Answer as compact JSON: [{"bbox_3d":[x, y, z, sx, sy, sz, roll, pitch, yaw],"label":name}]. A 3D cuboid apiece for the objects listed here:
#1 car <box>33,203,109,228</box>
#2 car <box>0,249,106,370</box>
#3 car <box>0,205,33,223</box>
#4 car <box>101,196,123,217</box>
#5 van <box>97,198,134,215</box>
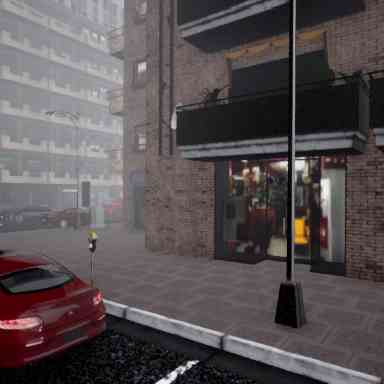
[{"bbox_3d":[-8.492,1.756,23.728,1.887,1.381,4.507,0,-1,36],"label":"car"},{"bbox_3d":[-3.119,1.582,5.230,4.206,1.307,1.802,0,0,36],"label":"car"},{"bbox_3d":[-13.274,1.727,27.006,1.994,1.385,4.181,1,0,36],"label":"car"},{"bbox_3d":[-7.262,1.496,35.376,2.150,2.045,5.566,1,0,36],"label":"car"},{"bbox_3d":[-8.664,1.606,37.847,1.690,1.788,3.998,0,-1,36],"label":"van"}]
